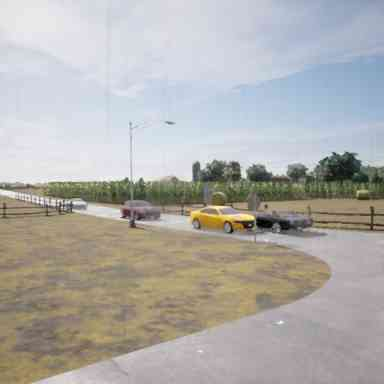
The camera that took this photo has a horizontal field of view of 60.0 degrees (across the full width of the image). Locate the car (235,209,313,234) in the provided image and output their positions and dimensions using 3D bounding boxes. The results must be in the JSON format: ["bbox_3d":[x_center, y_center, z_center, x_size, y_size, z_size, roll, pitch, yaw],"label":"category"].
[{"bbox_3d":[4.950,1.707,20.302,1.895,1.301,4.718,-1,0,-27],"label":"car"}]

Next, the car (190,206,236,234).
[{"bbox_3d":[1.855,1.643,20.996,1.882,1.535,5.008,-1,0,-35],"label":"car"}]

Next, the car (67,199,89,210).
[{"bbox_3d":[-15.949,1.654,46.118,1.812,1.442,4.674,-1,1,-35],"label":"car"}]

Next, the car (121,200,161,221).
[{"bbox_3d":[-4.709,1.573,30.225,2.097,1.767,4.553,-1,1,-35],"label":"car"}]
